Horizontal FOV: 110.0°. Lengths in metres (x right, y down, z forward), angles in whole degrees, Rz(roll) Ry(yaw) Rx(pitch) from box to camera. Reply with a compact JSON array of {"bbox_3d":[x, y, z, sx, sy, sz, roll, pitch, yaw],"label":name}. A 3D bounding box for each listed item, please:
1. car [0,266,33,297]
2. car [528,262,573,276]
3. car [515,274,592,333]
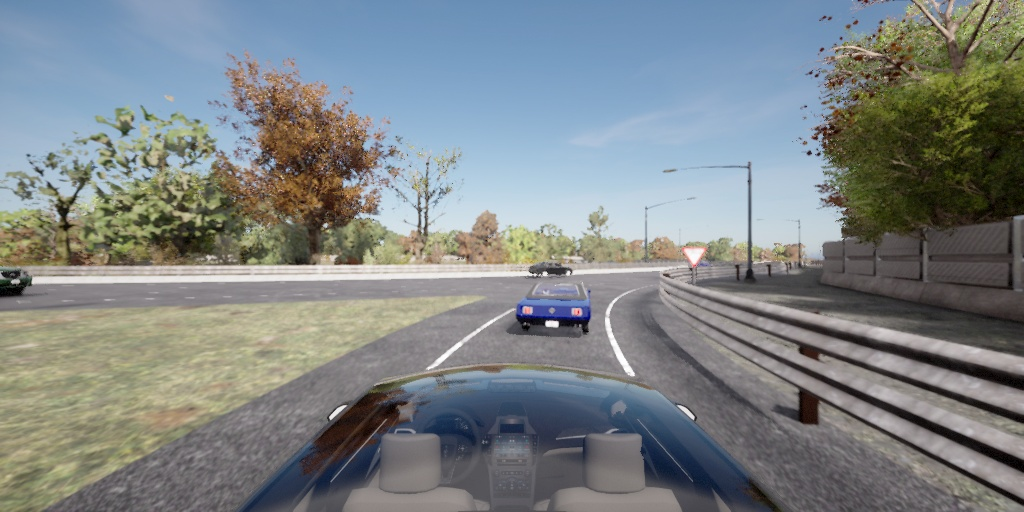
[{"bbox_3d":[-26.050,0.848,16.295,5.566,2.045,2.150,0,0,-12],"label":"car"},{"bbox_3d":[3.941,1.318,36.014,4.892,1.490,1.837,0,0,-30],"label":"car"},{"bbox_3d":[1.465,1.400,10.990,1.895,1.301,4.718,0,0,12],"label":"car"}]
